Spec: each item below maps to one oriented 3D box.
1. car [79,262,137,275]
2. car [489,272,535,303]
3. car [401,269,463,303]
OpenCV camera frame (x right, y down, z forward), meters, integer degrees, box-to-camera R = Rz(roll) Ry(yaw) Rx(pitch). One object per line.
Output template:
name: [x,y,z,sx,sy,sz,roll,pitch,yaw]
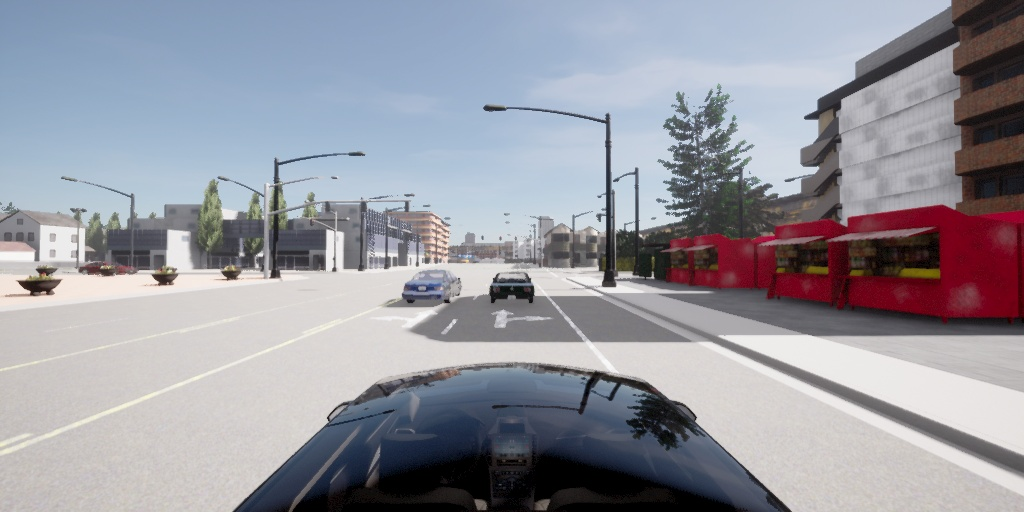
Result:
car: [-43.532,1.386,38.692,5.008,1.535,1.882,0,-1,0]
car: [0.000,1.371,16.532,1.895,1.301,4.718,0,0,0]
car: [-3.500,1.318,16.502,2.033,1.411,5.357,0,0,0]
